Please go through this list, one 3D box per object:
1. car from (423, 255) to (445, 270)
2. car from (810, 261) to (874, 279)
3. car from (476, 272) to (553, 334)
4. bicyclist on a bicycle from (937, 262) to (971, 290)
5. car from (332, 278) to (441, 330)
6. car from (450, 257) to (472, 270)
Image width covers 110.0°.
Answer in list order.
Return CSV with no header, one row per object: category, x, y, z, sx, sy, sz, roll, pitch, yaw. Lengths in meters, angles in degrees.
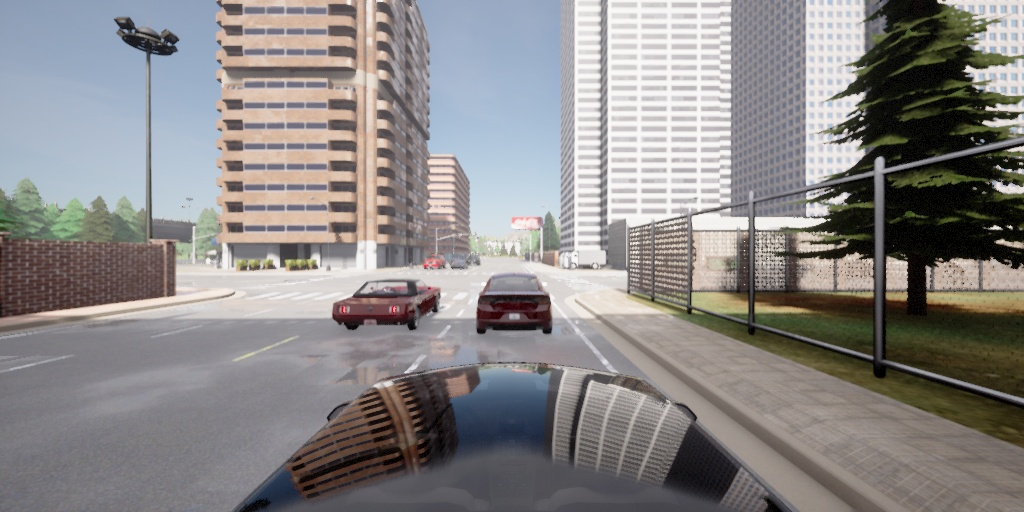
car,-10.670,0.833,49.605,2.150,2.045,5.566,0,0,0
car,27.225,1.092,29.318,5.008,1.535,1.882,0,0,0
car,0.061,1.202,10.540,1.882,1.535,5.008,0,0,0
bicyclist on a bicycle,22.390,0.947,18.317,0.582,1.620,1.656,0,0,0
car,-3.453,1.324,10.936,1.895,1.301,4.718,0,0,0
car,-7.175,1.160,49.231,2.033,1.411,5.357,0,0,0
